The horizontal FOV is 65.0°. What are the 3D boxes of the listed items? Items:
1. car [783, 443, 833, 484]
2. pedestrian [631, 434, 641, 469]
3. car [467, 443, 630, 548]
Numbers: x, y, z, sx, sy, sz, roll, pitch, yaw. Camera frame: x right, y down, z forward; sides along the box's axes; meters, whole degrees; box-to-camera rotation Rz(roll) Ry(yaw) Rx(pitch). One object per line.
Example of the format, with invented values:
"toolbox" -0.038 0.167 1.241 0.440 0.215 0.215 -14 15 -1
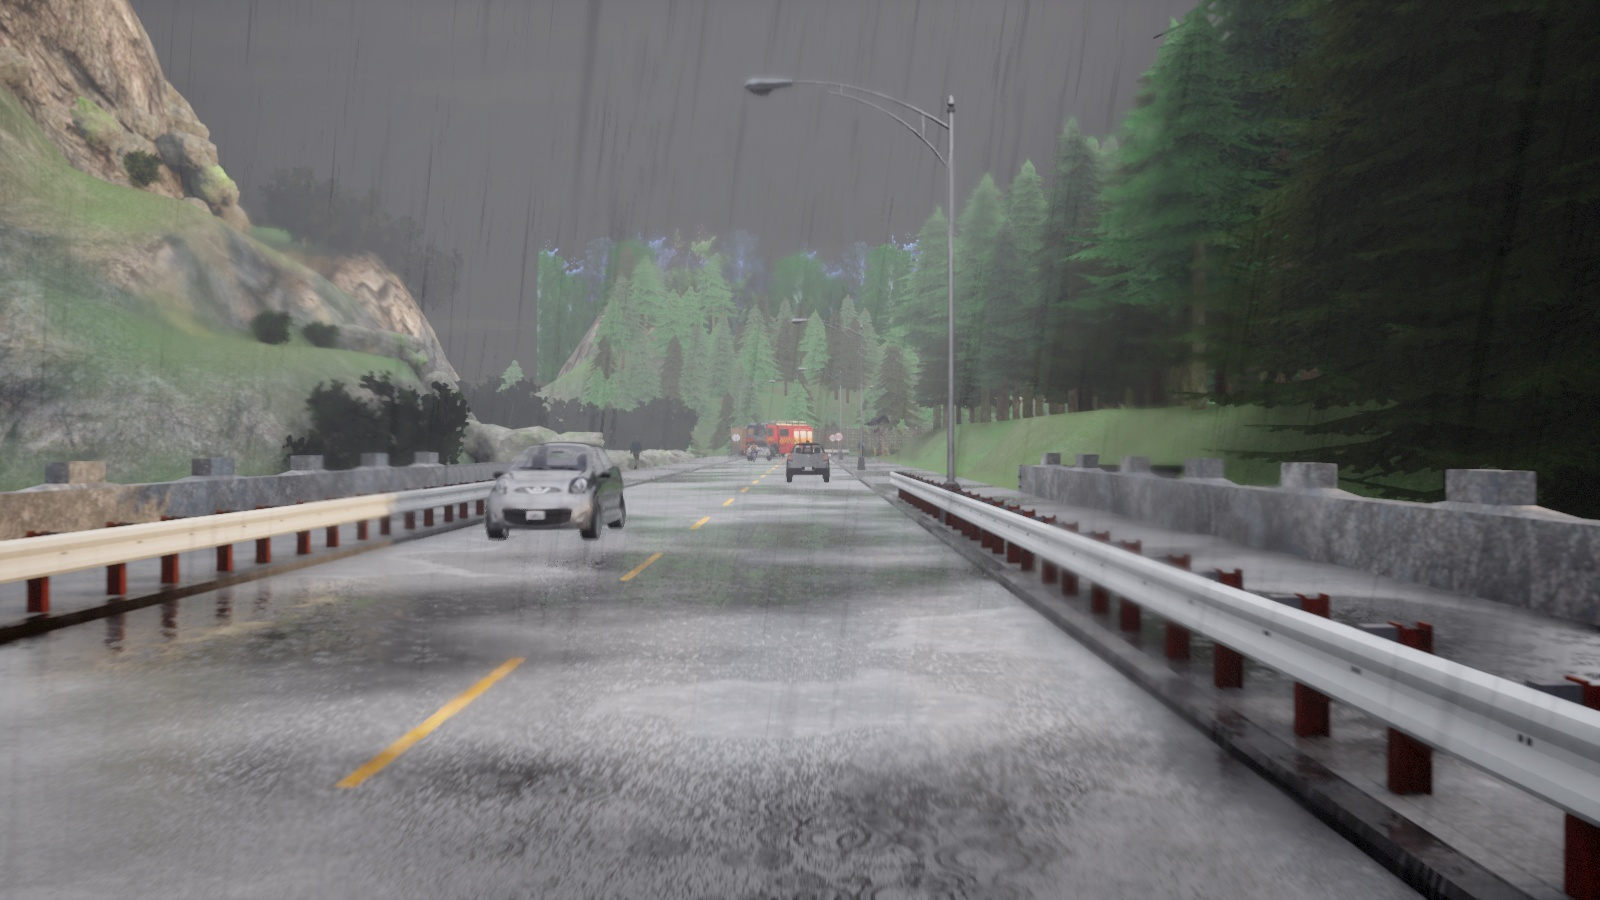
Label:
"car" 0.304 0.487 48.680 1.845 1.501 3.633 0 0 0
"pedestrian" -8.617 0.078 65.923 0.402 1.842 0.726 0 0 5
"car" -3.867 0.645 19.892 1.845 1.501 3.633 0 0 0
